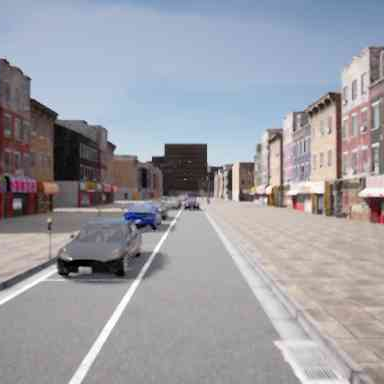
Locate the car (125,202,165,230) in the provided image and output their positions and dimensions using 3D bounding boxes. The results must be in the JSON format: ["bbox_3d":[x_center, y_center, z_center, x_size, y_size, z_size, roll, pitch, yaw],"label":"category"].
[{"bbox_3d":[-3.020,1.480,21.094,1.882,1.535,5.008,0,0,0],"label":"car"}]

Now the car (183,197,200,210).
[{"bbox_3d":[0.039,1.646,43.740,1.895,1.301,4.718,0,0,1],"label":"car"}]

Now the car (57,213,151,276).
[{"bbox_3d":[-2.633,1.562,10.384,1.947,1.339,4.313,1,0,0],"label":"car"}]

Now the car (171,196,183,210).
[{"bbox_3d":[-2.643,1.595,43.348,2.008,1.369,4.403,0,0,0],"label":"car"}]

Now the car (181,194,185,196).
[{"bbox_3d":[-2.647,1.621,59.660,1.752,1.417,4.829,0,0,0],"label":"car"}]

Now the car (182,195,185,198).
[{"bbox_3d":[-2.646,1.621,54.336,1.887,1.381,4.507,0,0,0],"label":"car"}]

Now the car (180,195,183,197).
[{"bbox_3d":[-2.644,1.604,48.842,1.887,1.381,4.507,0,0,0],"label":"car"}]

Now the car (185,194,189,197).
[{"bbox_3d":[-0.013,1.607,61.496,1.837,1.490,4.892,0,0,0],"label":"car"}]

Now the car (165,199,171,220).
[{"bbox_3d":[-3.030,1.536,28.095,1.812,1.442,4.674,0,0,0],"label":"car"}]
